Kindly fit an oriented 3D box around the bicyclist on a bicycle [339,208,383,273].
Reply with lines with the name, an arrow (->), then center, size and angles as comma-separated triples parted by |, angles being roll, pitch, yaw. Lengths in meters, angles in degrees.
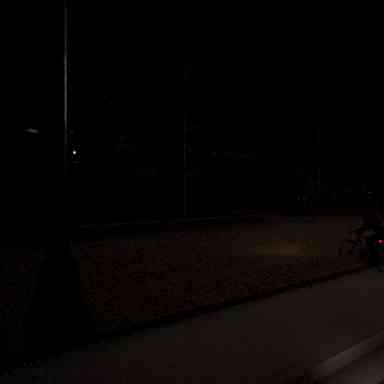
bicyclist on a bicycle -> 4.712, 1.269, 8.824 | 0.582, 1.620, 1.656 | 0, 4, -36
